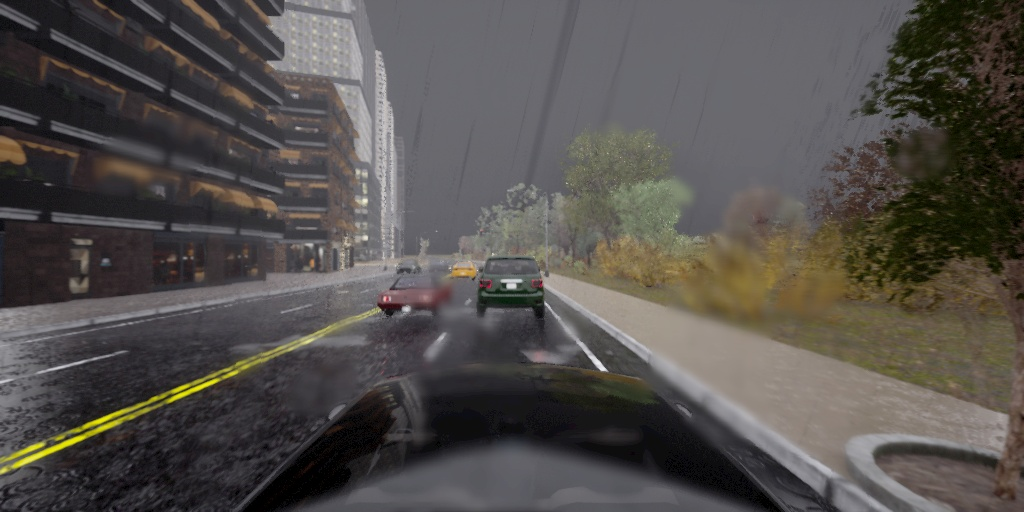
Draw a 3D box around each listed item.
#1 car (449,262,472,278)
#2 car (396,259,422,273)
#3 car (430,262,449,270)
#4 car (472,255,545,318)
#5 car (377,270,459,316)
[{"bbox_3d":[-4.132,1.278,31.612,1.882,1.535,5.008,0,0,-3],"label":"car"},{"bbox_3d":[-11.430,1.170,40.010,2.097,1.767,4.553,0,0,-4],"label":"car"},{"bbox_3d":[-8.281,1.364,41.511,2.033,1.411,5.357,0,0,-5],"label":"car"},{"bbox_3d":[-0.075,0.991,13.329,2.150,2.045,5.566,0,0,-1],"label":"car"},{"bbox_3d":[-3.330,1.375,13.428,1.895,1.301,4.718,0,0,-1],"label":"car"}]
